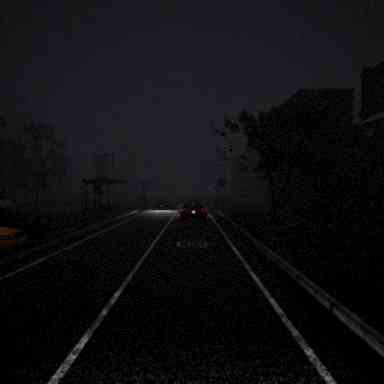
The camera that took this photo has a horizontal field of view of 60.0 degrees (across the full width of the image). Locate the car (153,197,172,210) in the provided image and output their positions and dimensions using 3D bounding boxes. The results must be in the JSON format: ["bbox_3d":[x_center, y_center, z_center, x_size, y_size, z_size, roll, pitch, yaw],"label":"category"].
[{"bbox_3d":[-3.318,1.315,38.396,1.994,1.385,4.181,0,1,0],"label":"car"}]

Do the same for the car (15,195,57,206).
[{"bbox_3d":[-22.072,1.211,47.155,4.892,1.521,2.231,0,0,0],"label":"car"}]

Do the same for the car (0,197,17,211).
[{"bbox_3d":[-22.066,1.278,36.053,5.008,1.535,2.097,0,0,0],"label":"car"}]

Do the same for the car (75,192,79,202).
[{"bbox_3d":[-22.114,1.191,55.481,4.792,1.488,2.163,0,0,0],"label":"car"}]

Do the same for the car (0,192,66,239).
[{"bbox_3d":[-8.948,1.164,14.726,5.566,2.045,2.435,0,0,0],"label":"car"}]

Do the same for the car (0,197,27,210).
[{"bbox_3d":[-22.070,1.301,38.829,4.674,1.452,2.002,0,0,0],"label":"car"}]

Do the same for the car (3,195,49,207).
[{"bbox_3d":[-22.082,1.226,44.380,5.008,1.535,2.097,0,0,0],"label":"car"}]

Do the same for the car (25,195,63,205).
[{"bbox_3d":[-22.109,1.223,49.929,4.792,1.488,2.163,0,0,0],"label":"car"}]

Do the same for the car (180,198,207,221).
[{"bbox_3d":[0.118,1.420,26.052,1.994,1.385,4.181,0,0,0],"label":"car"}]

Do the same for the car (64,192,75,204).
[{"bbox_3d":[-21.896,1.174,52.704,5.366,1.575,1.946,0,0,0],"label":"car"}]

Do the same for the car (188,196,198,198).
[{"bbox_3d":[0.125,1.232,41.941,1.812,1.442,4.674,0,1,0],"label":"car"}]

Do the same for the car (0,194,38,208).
[{"bbox_3d":[-22.106,1.118,41.603,4.553,1.767,2.185,0,0,0],"label":"car"}]

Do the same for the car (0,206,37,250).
[{"bbox_3d":[-8.789,1.431,11.924,5.366,1.575,1.946,0,0,0],"label":"car"}]
